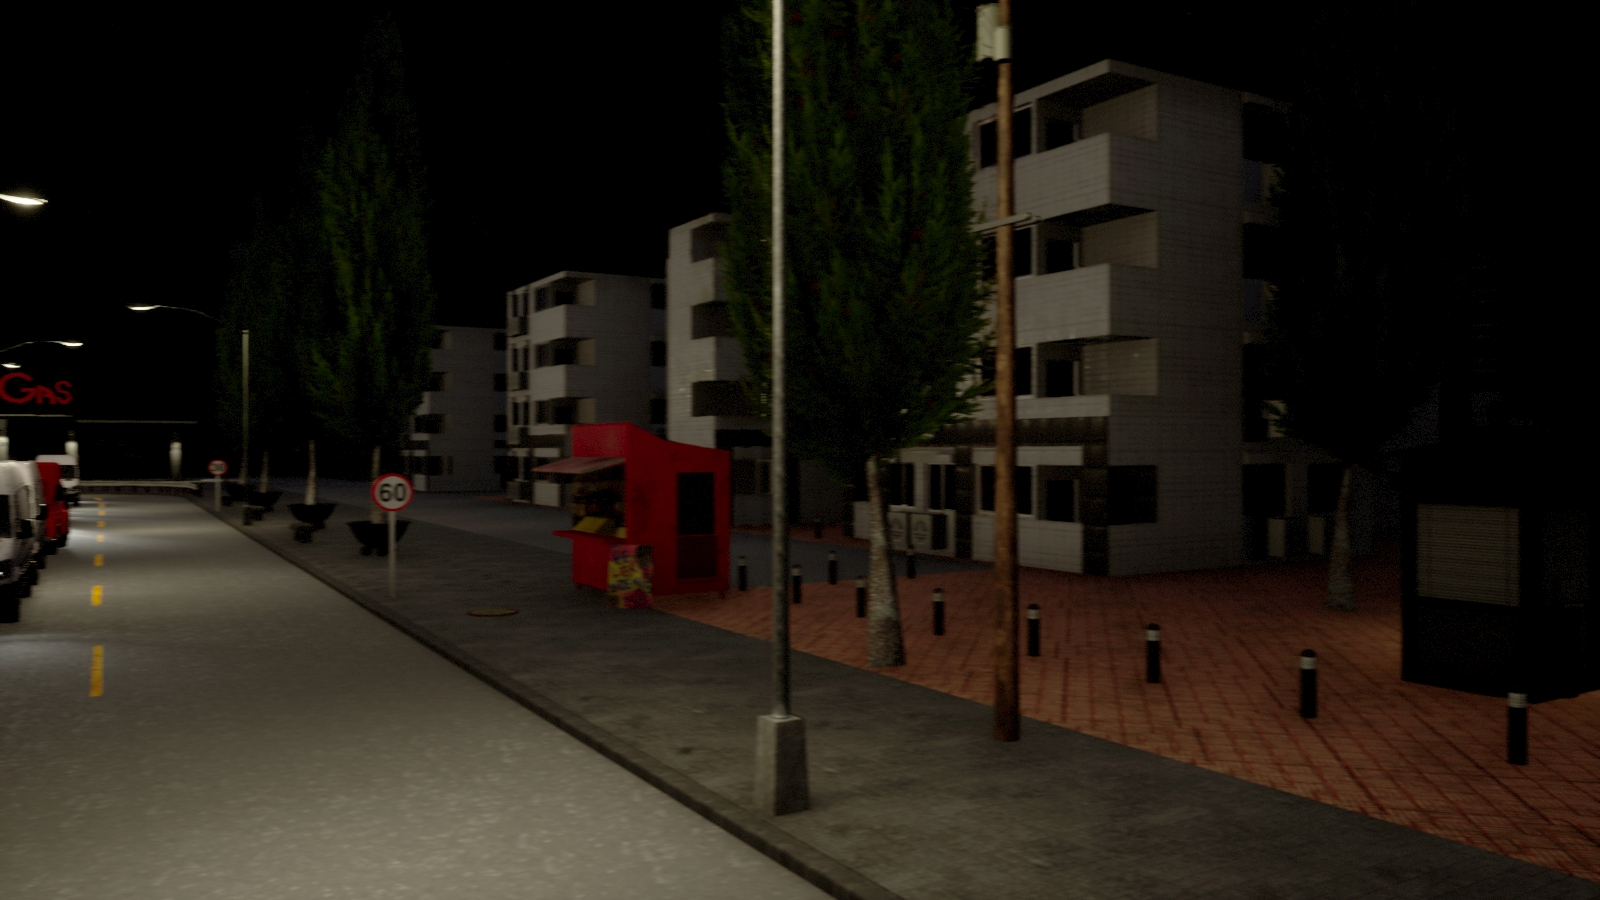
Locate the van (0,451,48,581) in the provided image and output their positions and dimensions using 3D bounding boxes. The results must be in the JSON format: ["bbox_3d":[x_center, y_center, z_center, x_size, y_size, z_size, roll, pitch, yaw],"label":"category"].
[{"bbox_3d":[-17.642,1.308,24.812,1.988,2.561,5.915,0,0,-31],"label":"van"}]

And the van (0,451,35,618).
[{"bbox_3d":[-14.562,1.310,19.736,1.988,2.561,5.915,0,0,-31],"label":"van"}]

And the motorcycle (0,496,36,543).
[{"bbox_3d":[-22.212,1.952,32.390,0.856,1.236,1.805,0,0,-31],"label":"motorcycle"}]

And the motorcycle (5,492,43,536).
[{"bbox_3d":[-24.349,1.974,35.878,0.867,1.251,2.209,0,0,-31],"label":"motorcycle"}]

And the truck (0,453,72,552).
[{"bbox_3d":[-21.427,1.339,31.058,2.627,2.467,5.204,0,0,-31],"label":"truck"}]
